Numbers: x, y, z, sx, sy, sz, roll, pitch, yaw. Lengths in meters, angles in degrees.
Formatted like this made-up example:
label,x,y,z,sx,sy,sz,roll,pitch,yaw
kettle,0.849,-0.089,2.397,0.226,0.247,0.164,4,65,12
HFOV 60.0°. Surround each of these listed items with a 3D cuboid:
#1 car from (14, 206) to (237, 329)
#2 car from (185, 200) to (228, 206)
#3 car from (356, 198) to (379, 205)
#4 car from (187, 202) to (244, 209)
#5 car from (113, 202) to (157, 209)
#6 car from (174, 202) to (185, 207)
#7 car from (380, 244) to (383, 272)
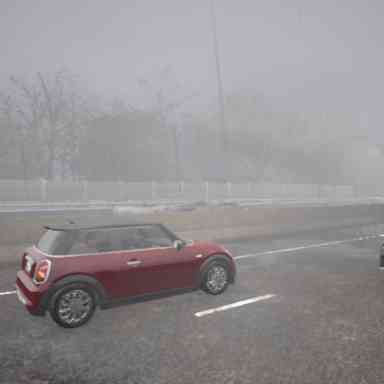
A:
label,x,y,z,sx,sy,sz,roll,pitch,yaw
car,-1.196,1.355,7.193,4.553,1.767,2.097,0,0,-35
car,2.164,1.525,27.023,4.892,1.490,1.837,0,0,-35
car,28.820,1.648,54.548,4.181,1.385,1.994,0,0,-35
car,2.255,1.618,22.791,4.718,1.301,1.895,0,0,-35
car,-4.869,1.617,30.605,4.718,1.301,1.895,0,0,-36
car,0.035,1.525,29.804,4.892,1.490,1.837,0,0,-35
car,6.707,1.502,8.526,4.902,1.511,2.128,0,0,-35
